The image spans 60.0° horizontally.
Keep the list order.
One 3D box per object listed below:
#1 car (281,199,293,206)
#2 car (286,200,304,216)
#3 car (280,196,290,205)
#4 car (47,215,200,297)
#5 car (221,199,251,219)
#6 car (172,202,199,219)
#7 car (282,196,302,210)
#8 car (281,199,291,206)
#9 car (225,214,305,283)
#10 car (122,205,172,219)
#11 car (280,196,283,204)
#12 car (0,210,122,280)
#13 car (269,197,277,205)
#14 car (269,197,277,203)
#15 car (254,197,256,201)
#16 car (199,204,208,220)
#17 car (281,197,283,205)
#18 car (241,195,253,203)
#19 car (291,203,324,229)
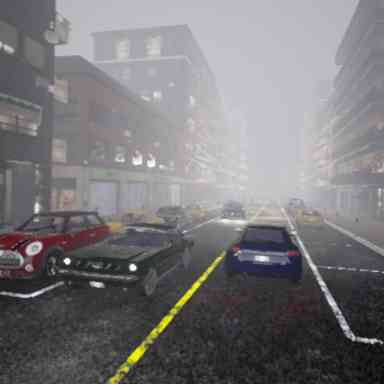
[{"bbox_3d":[18.884,2.102,66.322,2.008,1.369,4.403,1,0,14],"label":"car"},{"bbox_3d":[10.965,1.852,34.313,1.752,1.417,4.829,1,0,14],"label":"car"},{"bbox_3d":[21.545,1.941,77.047,2.192,1.841,5.009,1,0,14],"label":"car"},{"bbox_3d":[-1.339,1.535,8.701,1.895,1.301,4.718,2,0,14],"label":"car"},{"bbox_3d":[3.811,1.643,29.425,1.994,1.385,4.181,2,0,14],"label":"car"},{"bbox_3d":[-1.211,1.483,20.035,1.947,1.339,4.313,1,0,14],"label":"car"},{"bbox_3d":[12.251,1.678,39.512,2.192,1.841,5.009,1,0,14],"label":"car"},{"bbox_3d":[20.212,2.154,71.684,1.947,1.339,4.313,1,0,14],"label":"car"},{"bbox_3d":[2.208,1.623,10.131,1.994,1.385,4.181,2,0,14],"label":"car"},{"bbox_3d":[-2.579,1.404,14.508,1.752,1.417,4.829,1,0,14],"label":"car"},{"bbox_3d":[16.229,1.916,55.599,1.967,1.590,4.097,1,0,14],"label":"car"},{"bbox_3d":[-3.865,1.282,9.311,1.967,1.590,4.097,1,0,14],"label":"car"},{"bbox_3d":[18.222,2.044,74.770,2.033,1.411,5.357,2,0,14],"label":"car"},{"bbox_3d":[20.737,2.050,84.911,1.895,1.301,4.718,2,0,14],"label":"car"},{"bbox_3d":[13.405,1.645,79.015,2.192,1.841,5.009,1,0,14],"label":"car"},{"bbox_3d":[0.078,1.478,25.231,1.752,1.417,4.829,1,0,14],"label":"car"},{"bbox_3d":[14.901,1.878,50.236,1.967,1.590,4.097,1,0,14],"label":"car"},{"bbox_3d":[10.744,1.805,68.292,2.008,1.369,4.403,1,0,14],"label":"car"},{"bbox_3d":[8.267,1.776,23.599,1.752,1.417,4.829,1,0,14],"label":"car"}]
